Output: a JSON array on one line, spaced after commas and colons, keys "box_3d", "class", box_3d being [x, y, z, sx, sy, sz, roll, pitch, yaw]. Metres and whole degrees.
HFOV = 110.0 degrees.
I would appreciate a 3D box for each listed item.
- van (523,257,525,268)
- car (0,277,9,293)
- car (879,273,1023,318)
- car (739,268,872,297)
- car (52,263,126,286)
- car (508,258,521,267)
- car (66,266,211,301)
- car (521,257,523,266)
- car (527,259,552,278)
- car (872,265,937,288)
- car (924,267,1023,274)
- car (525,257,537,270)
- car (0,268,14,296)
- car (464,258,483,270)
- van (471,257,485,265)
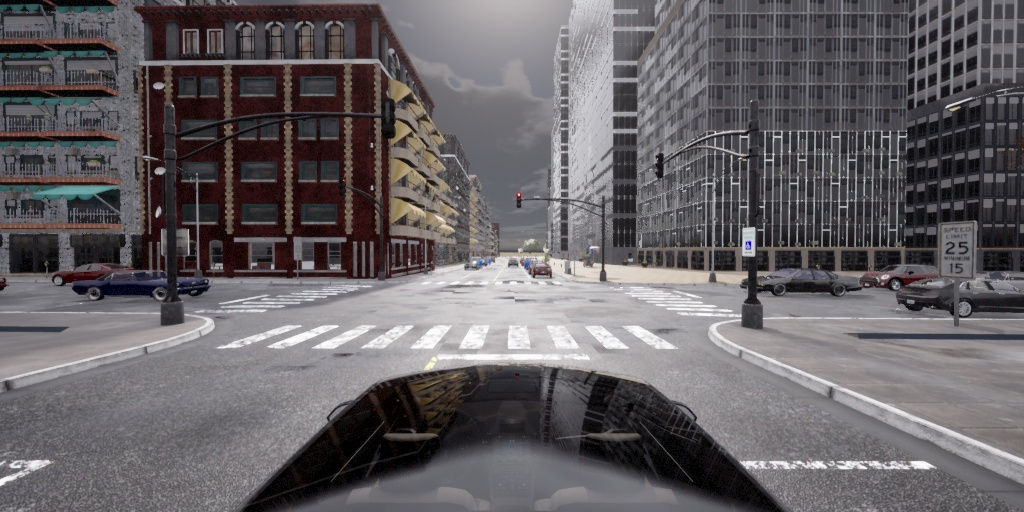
[{"box_3d": [2.764, 1.044, 50.341, 1.690, 1.789, 3.998, 0, 0, 0], "class": "van"}, {"box_3d": [-22.598, 1.259, 13.693, 4.507, 1.381, 1.888, 0, 0, 1], "class": "car"}, {"box_3d": [16.740, 1.445, 13.066, 4.403, 1.370, 2.007, 0, 0, 1], "class": "car"}, {"box_3d": [15.226, 1.342, 19.001, 5.357, 1.411, 2.033, 0, 1, 1], "class": "car"}, {"box_3d": [-25.812, 1.109, 22.356, 4.507, 1.381, 1.888, 0, 0, 1], "class": "car"}, {"box_3d": [0.237, 1.282, 64.045, 1.895, 1.301, 4.718, 0, 0, 0], "class": "car"}, {"box_3d": [-16.643, 1.299, 16.304, 4.718, 1.301, 1.895, 0, 1, 1], "class": "car"}, {"box_3d": [2.775, 1.240, 55.987, 1.888, 1.381, 4.507, 0, 0, 0], "class": "car"}, {"box_3d": [2.726, 1.271, 33.404, 1.888, 1.381, 4.507, 0, 0, 0], "class": "car"}, {"box_3d": [23.417, 1.230, 21.599, 4.097, 1.591, 1.967, 0, 0, 1], "class": "car"}, {"box_3d": [25.252, 1.443, 18.836, 4.718, 1.301, 1.895, 0, 1, 1], "class": "car"}, {"box_3d": [2.739, 1.159, 39.049, 1.967, 1.591, 4.097, 0, 0, 0], "class": "car"}, {"box_3d": [-26.522, 1.255, 16.464, 4.718, 1.301, 1.895, 0, 1, 1], "class": "car"}, {"box_3d": [-5.585, 1.269, 50.326, 1.948, 1.339, 4.313, 0, 0, 0], "class": "car"}, {"box_3d": [-5.573, 1.036, 55.973, 1.690, 1.789, 3.998, 0, 0, 0], "class": "van"}]
